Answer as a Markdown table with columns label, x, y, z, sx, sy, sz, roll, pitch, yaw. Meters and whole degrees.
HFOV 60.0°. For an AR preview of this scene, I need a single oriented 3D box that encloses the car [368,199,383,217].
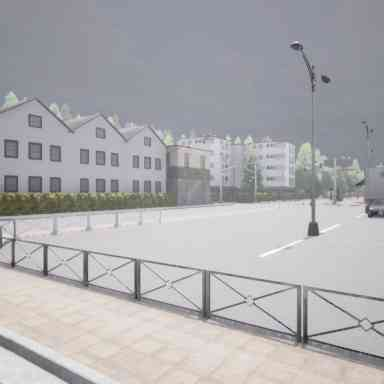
| label | x | y | z | sx | sy | sz | roll | pitch | yaw |
| --- | --- | --- | --- | --- | --- | --- | --- | --- | --- |
| car | 15.444 | 1.298 | 26.791 | 2.007 | 1.523 | 4.514 | 0 | 0 | 35 |
